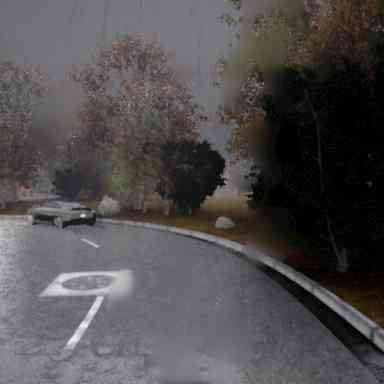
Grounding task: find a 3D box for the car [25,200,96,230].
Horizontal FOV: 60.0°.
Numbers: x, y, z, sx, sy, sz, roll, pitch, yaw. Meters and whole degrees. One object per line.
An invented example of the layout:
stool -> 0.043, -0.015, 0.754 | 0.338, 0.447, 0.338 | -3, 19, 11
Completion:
car -> -7.021, 1.115, 17.646 | 4.181, 1.385, 1.994 | 1, 1, 36
